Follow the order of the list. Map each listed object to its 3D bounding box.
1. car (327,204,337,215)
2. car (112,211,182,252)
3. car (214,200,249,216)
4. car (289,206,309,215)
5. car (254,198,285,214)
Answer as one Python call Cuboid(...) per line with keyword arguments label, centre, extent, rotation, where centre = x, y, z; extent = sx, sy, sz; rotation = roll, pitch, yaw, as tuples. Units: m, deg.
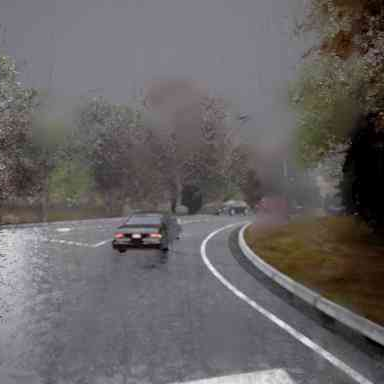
Cuboid(label="car", centre=(24.223, 3.052, 55.565), extent=(2.150, 2.045, 5.566), rotation=(0, -4, 35))
Cuboid(label="car", centre=(-1.578, 1.465, 13.357), extent=(2.033, 1.411, 5.357), rotation=(-1, 0, 5))
Cuboid(label="car", centre=(4.007, 1.562, 33.214), extent=(1.837, 1.490, 4.892), rotation=(0, -2, 36))
Cuboid(label="car", centre=(16.264, 2.807, 50.438), extent=(1.994, 1.385, 4.181), rotation=(-1, -4, 36))
Cuboid(label="car", centre=(9.688, 1.711, 41.218), extent=(2.150, 2.045, 5.566), rotation=(0, -4, 35))
